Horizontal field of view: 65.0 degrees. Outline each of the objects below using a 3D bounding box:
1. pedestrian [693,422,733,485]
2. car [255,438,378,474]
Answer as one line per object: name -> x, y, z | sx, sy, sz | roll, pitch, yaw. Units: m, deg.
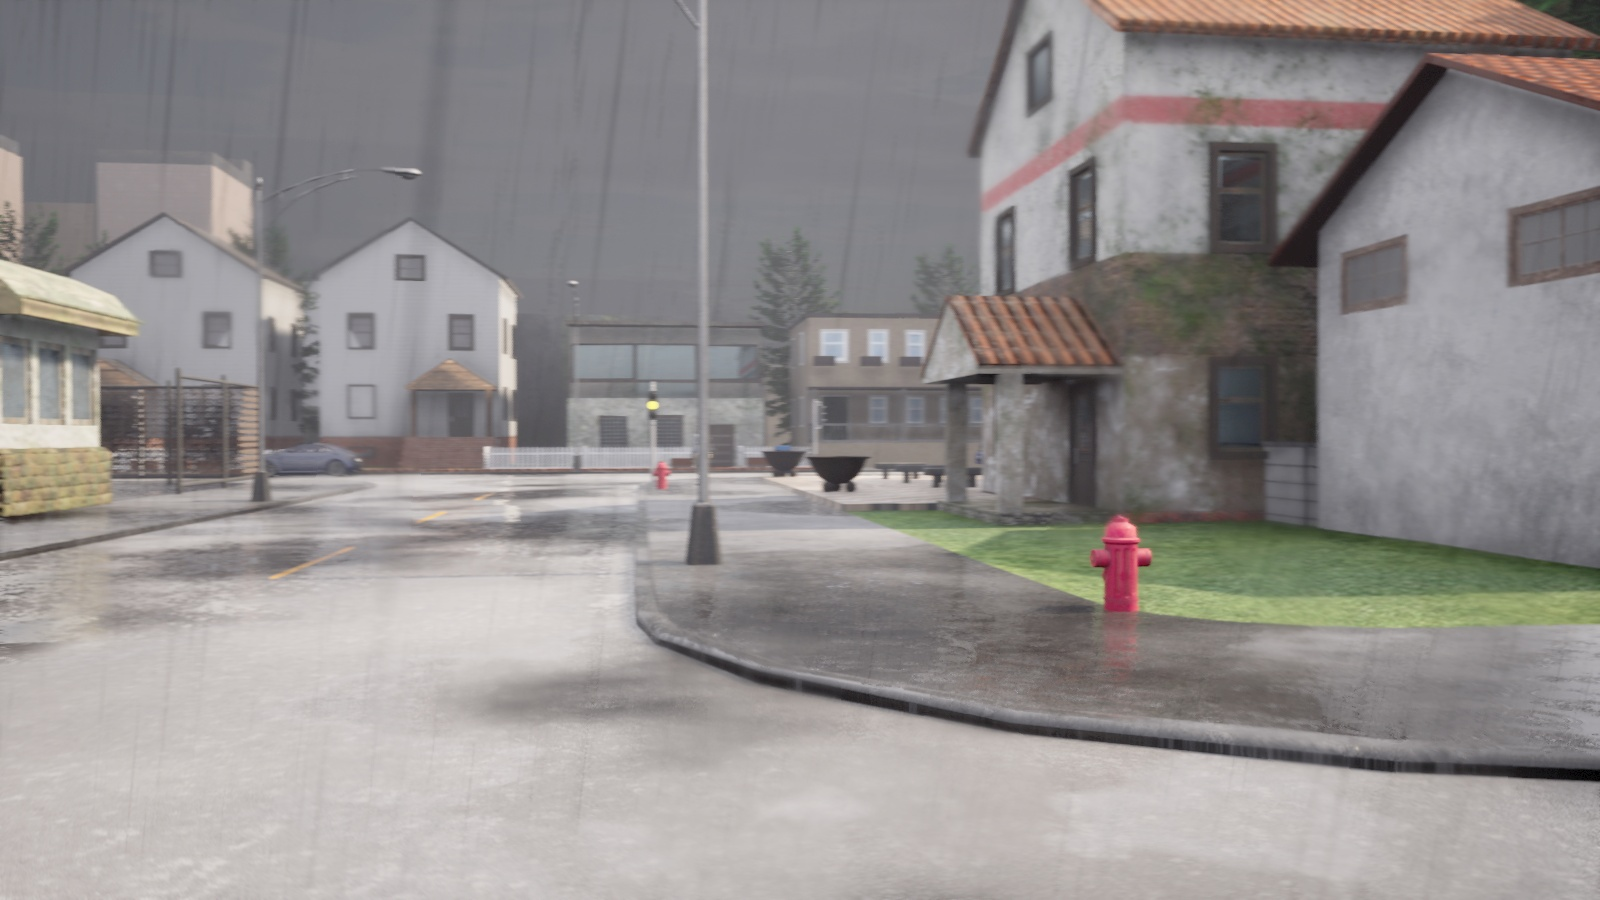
pedestrian -> -2.604, 0.110, 37.526 | 0.874, 1.855, 0.900 | 0, 1, -28
car -> -19.284, 0.244, 50.232 | 4.181, 1.385, 1.994 | 0, 1, -4
